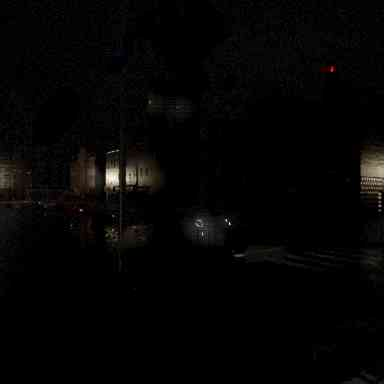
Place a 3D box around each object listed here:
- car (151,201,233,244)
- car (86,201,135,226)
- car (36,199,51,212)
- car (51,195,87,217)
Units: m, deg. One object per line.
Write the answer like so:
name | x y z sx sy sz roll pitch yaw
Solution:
car | -0.120 1.368 16.033 2.097 1.767 4.553 1 0 -36
car | -5.806 1.562 23.984 1.812 1.442 4.674 1 0 -35
car | -17.513 1.605 40.513 1.812 1.442 4.674 1 0 -35
car | -11.546 1.278 32.058 2.150 2.045 5.566 1 0 -35
